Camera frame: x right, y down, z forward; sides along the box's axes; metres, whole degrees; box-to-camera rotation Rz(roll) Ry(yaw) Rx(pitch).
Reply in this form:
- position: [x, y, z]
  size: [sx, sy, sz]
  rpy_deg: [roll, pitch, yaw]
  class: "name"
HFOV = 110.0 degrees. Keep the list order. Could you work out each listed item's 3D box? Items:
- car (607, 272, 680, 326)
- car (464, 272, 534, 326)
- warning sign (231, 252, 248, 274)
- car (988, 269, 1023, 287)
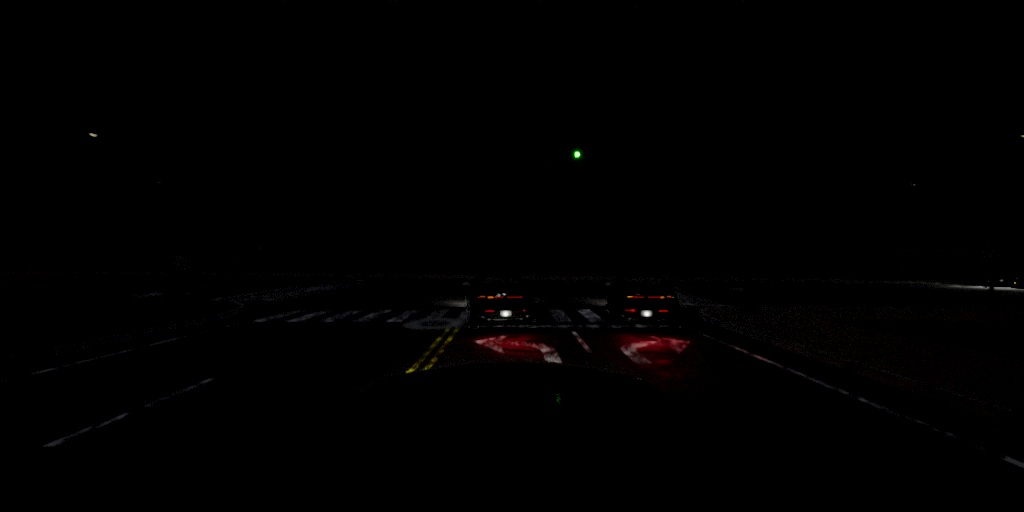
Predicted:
- position: [4.182, 1.270, 11.789]
  size: [1.837, 1.490, 4.892]
  rpy_deg: [-1, 0, 15]
  class: "car"
- position: [-0.525, 1.264, 11.861]
  size: [1.837, 1.490, 4.892]
  rpy_deg: [0, 0, -9]
  class: "car"
- position: [-23.470, 0.620, 30.749]
  size: [1.060, 1.860, 1.300]
  rpy_deg: [0, 0, 1]
  class: "warning sign"
- position: [38.149, 1.647, 26.429]
  size: [4.181, 1.385, 1.994]
  rpy_deg: [1, 0, 2]
  class: "car"
